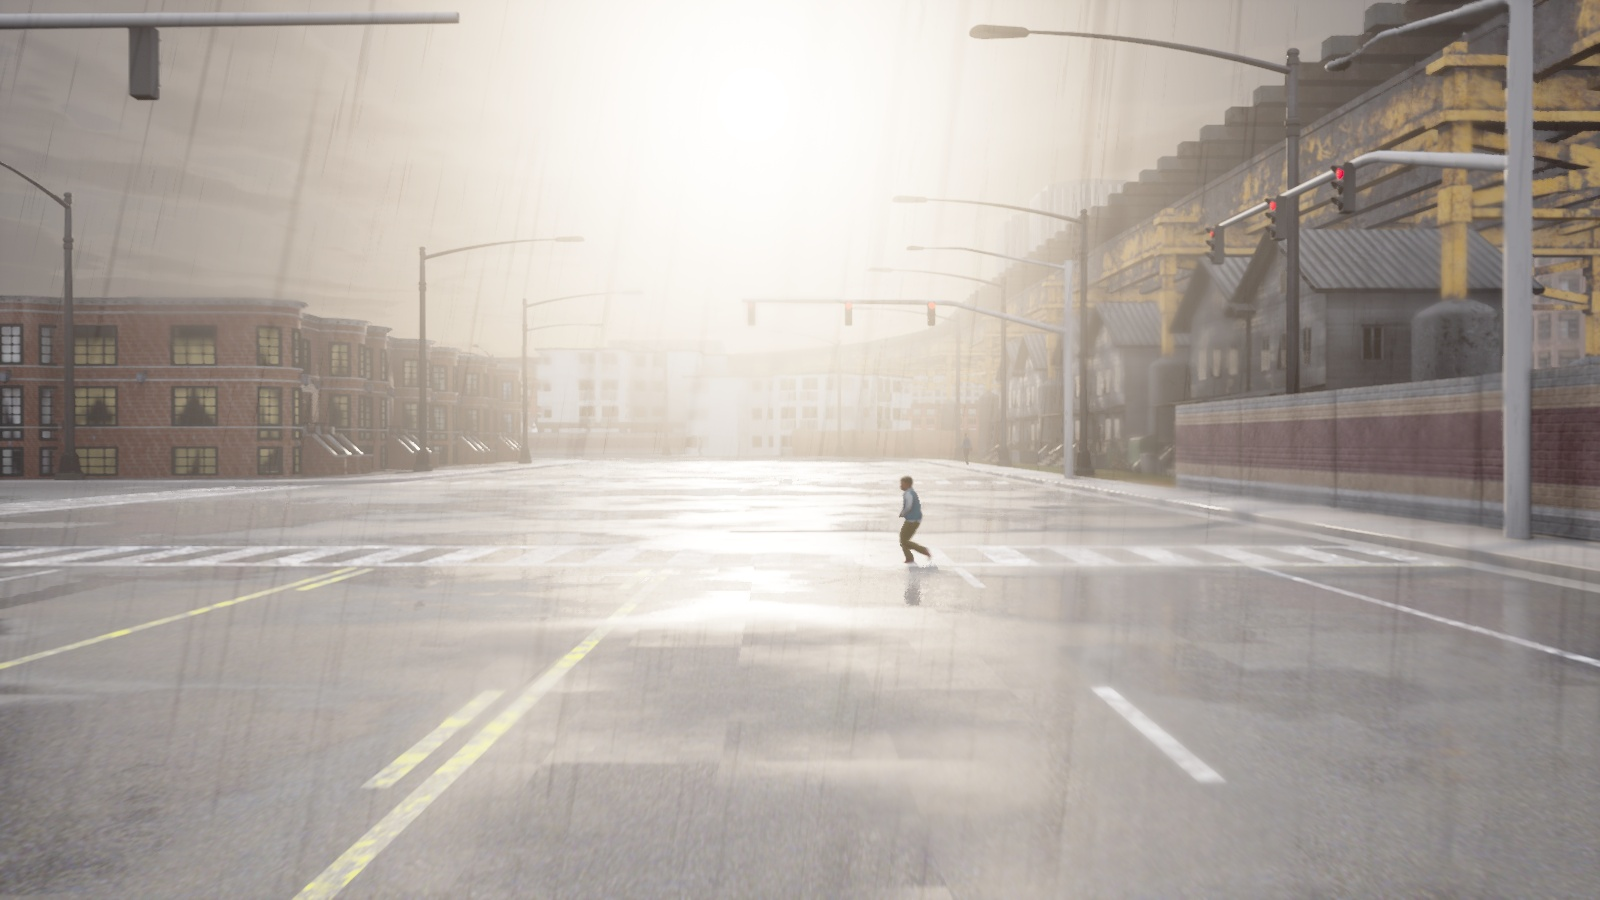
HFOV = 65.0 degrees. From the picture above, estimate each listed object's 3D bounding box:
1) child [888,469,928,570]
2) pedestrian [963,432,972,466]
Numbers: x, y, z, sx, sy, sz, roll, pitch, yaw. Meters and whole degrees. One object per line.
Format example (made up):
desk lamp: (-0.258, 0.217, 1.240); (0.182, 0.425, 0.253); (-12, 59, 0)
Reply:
child: (1.296, 0.824, 15.059); (0.448, 1.192, 0.343); (0, 0, 9)
pedestrian: (9.529, -0.040, 71.640); (0.396, 1.930, 0.692); (0, 0, -2)
